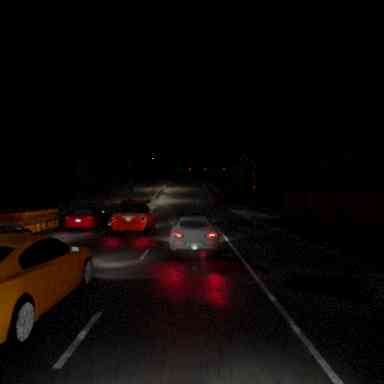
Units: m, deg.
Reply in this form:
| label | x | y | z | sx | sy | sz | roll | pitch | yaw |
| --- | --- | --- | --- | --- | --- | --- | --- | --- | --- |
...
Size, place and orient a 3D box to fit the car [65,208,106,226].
| label | x | y | z | sx | sy | sz | roll | pitch | yaw |
| --- | --- | --- | --- | --- | --- | --- | --- | --- | --- |
| car | -6.923 | 1.720 | 22.243 | 1.994 | 1.385 | 4.181 | 0 | 0 | 0 |

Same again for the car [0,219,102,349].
| label | x | y | z | sx | sy | sz | roll | pitch | yaw |
| --- | --- | --- | --- | --- | --- | --- | --- | --- | --- |
| car | -3.405 | 1.523 | 6.362 | 1.882 | 1.535 | 5.008 | 0 | 0 | 0 |

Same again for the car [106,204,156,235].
| label | x | y | z | sx | sy | sz | roll | pitch | yaw |
| --- | --- | --- | --- | --- | --- | --- | --- | --- | --- |
| car | -3.421 | 1.493 | 20.051 | 2.097 | 1.767 | 4.553 | 0 | 0 | 0 |

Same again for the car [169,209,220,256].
| label | x | y | z | sx | sy | sz | roll | pitch | yaw |
| --- | --- | --- | --- | --- | --- | --- | --- | --- | --- |
| car | 0.083 | 1.620 | 13.403 | 1.812 | 1.442 | 4.674 | 0 | 0 | 0 |

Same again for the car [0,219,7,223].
| label | x | y | z | sx | sy | sz | roll | pitch | yaw |
| --- | --- | --- | --- | --- | --- | --- | --- | --- | --- |
| car | -6.910 | 1.566 | 10.794 | 2.128 | 1.511 | 4.902 | 0 | -1 | 0 |
